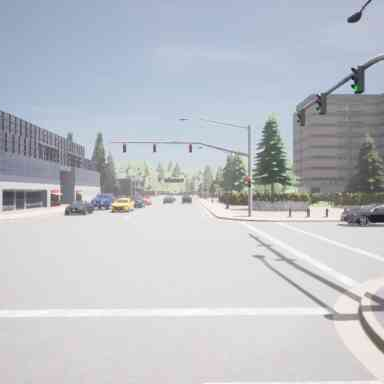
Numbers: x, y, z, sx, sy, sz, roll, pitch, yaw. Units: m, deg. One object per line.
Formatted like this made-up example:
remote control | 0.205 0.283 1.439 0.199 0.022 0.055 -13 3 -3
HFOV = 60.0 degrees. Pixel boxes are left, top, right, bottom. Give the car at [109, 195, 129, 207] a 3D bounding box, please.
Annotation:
car | -11.492 1.352 52.722 2.097 1.767 4.553 0 0 -1

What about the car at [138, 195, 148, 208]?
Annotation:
car | -7.924 1.352 47.097 2.097 1.767 4.553 0 0 -1

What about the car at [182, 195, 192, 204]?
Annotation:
car | -0.968 1.505 64.953 1.837 1.490 4.892 0 0 -1

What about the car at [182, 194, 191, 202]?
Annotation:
car | -1.204 1.355 75.018 2.097 1.767 4.553 0 0 -1

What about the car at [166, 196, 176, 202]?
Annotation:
car | -4.709 1.510 75.265 1.895 1.301 4.718 0 0 -1

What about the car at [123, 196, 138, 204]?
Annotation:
car | -11.587 1.491 62.980 2.128 1.511 4.902 0 0 0

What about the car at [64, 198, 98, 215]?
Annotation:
car | -11.238 1.564 33.469 1.994 1.385 4.181 0 0 -1

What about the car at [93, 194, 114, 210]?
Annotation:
car | -11.370 1.221 42.822 2.150 2.045 5.566 0 0 -1

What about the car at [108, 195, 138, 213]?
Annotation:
car | -7.802 1.478 37.861 1.882 1.535 5.008 0 0 -1

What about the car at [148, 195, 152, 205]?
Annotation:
car | -8.044 1.352 57.212 2.097 1.767 4.553 0 0 -1

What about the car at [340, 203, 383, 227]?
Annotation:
car | 12.505 1.492 22.232 4.902 1.511 2.128 0 0 -1

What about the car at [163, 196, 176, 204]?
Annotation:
car | -4.565 1.547 64.629 2.033 1.411 5.357 0 0 -1
